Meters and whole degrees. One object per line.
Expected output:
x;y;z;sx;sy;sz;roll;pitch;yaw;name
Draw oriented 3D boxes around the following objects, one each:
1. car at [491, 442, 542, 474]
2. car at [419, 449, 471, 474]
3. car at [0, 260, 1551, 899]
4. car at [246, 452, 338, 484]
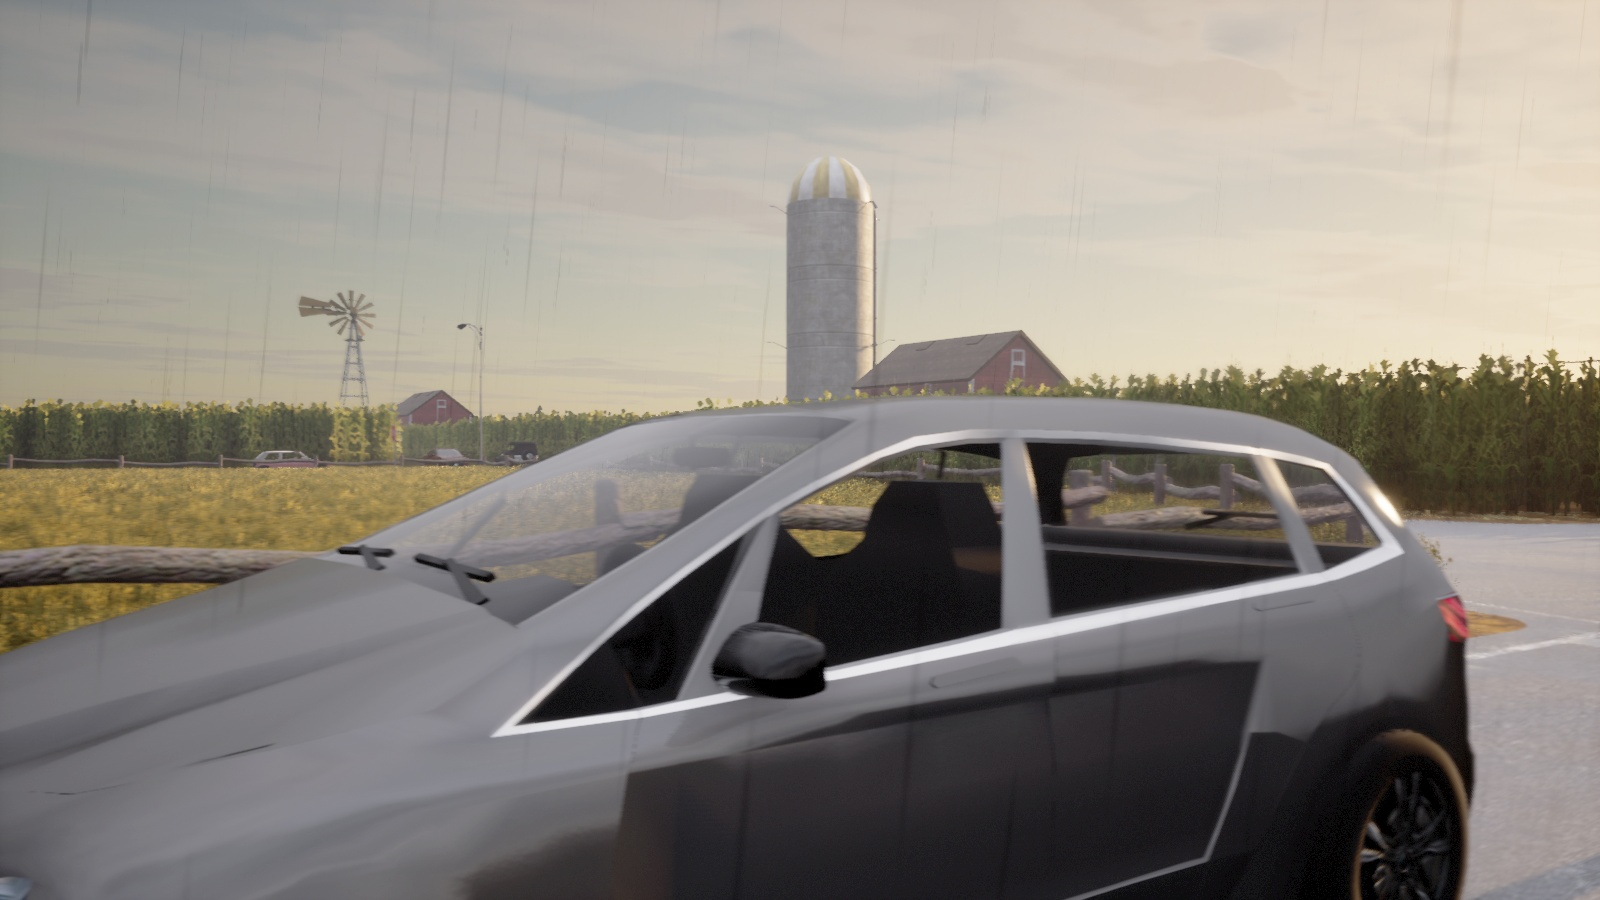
-17.178;0.494;76.041;1.905;1.878;3.866;0;0;-31;car
-22.148;0.703;78.263;1.882;1.535;5.008;0;0;-31;car
-0.233;0.598;3.468;4.611;1.667;2.242;0;0;-35;car
-24.372;0.834;60.235;3.806;1.475;1.970;-1;0;-32;car
